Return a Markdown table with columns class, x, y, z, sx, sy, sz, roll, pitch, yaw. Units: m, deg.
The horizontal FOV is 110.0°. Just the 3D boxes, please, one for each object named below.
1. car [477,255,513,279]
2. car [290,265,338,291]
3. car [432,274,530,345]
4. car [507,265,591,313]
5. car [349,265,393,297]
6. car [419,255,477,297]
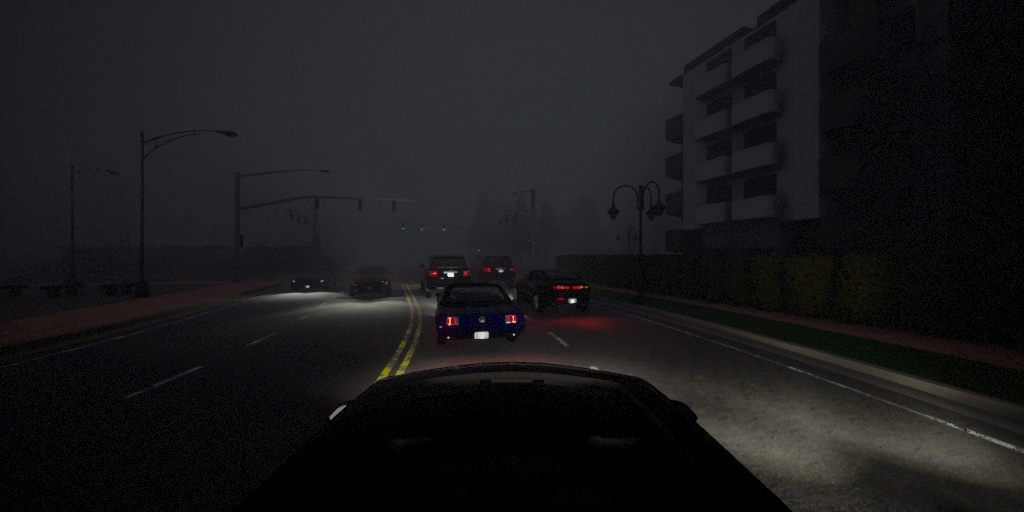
| class | x | y | z | sx | sy | sz | roll | pitch | yaw |
| --- | --- | --- | --- | --- | --- | --- | --- | --- | --- |
| car | -1.436 | 0.972 | 23.665 | 2.150 | 2.045 | 5.566 | 0 | 0 | -17 |
| car | -12.113 | 1.297 | 22.289 | 2.033 | 1.411 | 5.357 | 0 | 0 | -19 |
| car | -1.079 | 1.351 | 9.584 | 1.895 | 1.301 | 4.718 | 0 | 0 | -12 |
| car | 1.381 | 1.252 | 14.083 | 1.837 | 1.490 | 4.892 | 0 | -1 | -14 |
| car | -7.393 | 1.227 | 19.054 | 1.882 | 1.535 | 5.008 | 0 | 0 | -18 |
| car | -3.631 | 0.972 | 19.067 | 2.150 | 2.045 | 5.566 | 0 | 0 | -17 |
